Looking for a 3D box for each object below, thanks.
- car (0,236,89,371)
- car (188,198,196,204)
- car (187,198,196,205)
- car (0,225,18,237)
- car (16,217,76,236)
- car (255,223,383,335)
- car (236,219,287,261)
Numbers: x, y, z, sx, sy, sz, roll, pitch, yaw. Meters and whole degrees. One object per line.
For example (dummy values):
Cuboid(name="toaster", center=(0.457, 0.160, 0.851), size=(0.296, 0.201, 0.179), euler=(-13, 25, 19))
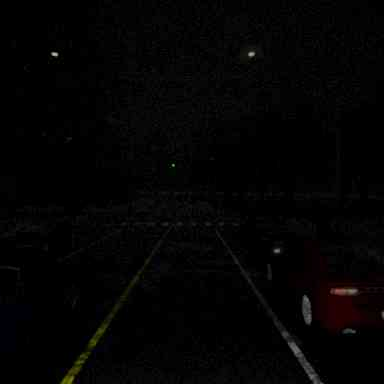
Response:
Cuboid(name="car", center=(-3.096, 1.636, 4.760), size=(1.895, 1.301, 4.718), euler=(0, 0, 0))
Cuboid(name="car", center=(-0.059, 2.263, 85.878), size=(1.882, 1.535, 5.008), euler=(0, 0, 0))
Cuboid(name="car", center=(-0.027, 2.275, 75.460), size=(2.128, 1.511, 4.902), euler=(0, -1, 0))
Cuboid(name="car", center=(-5.769, 1.618, 6.893), size=(1.947, 1.339, 4.313), euler=(-1, 0, 0))
Cuboid(name="car", center=(-5.768, 1.647, 12.561), size=(2.008, 1.369, 4.403), euler=(-1, 0, 0))
Cuboid(name="car", center=(2.756, 1.596, 6.861), size=(1.887, 1.381, 4.507), euler=(-1, 0, 0))
Cuboid(name="car", center=(2.757, 1.662, 12.530), size=(1.947, 1.339, 4.313), euler=(-1, 0, 0))
